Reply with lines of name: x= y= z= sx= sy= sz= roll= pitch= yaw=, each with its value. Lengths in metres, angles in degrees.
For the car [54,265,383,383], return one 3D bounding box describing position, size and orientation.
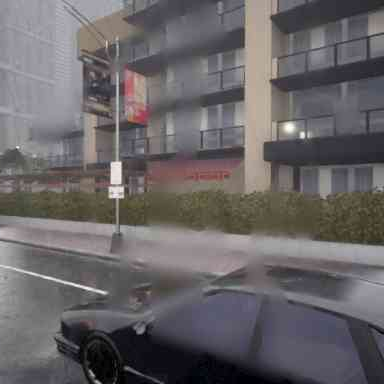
car: x=0.859 y=1.548 z=3.424 sx=5.357 sy=1.411 sz=2.033 roll=0 pitch=0 yaw=35
